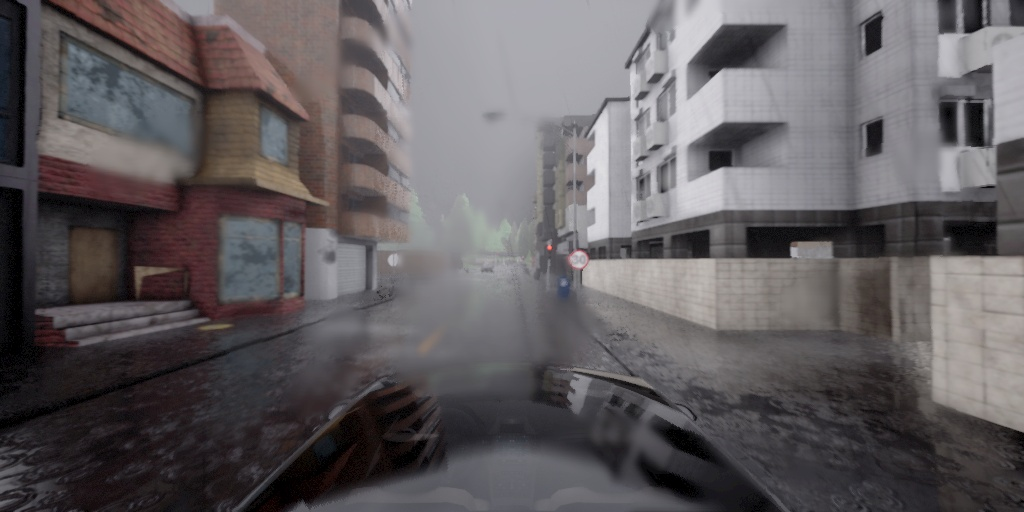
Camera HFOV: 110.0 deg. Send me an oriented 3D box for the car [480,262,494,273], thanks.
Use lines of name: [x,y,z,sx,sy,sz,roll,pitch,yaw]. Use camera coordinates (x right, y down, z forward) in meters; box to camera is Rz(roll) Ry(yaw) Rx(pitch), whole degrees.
car: [-4.075,2.025,59.312,1.837,1.490,4.892,0,-1,0]
